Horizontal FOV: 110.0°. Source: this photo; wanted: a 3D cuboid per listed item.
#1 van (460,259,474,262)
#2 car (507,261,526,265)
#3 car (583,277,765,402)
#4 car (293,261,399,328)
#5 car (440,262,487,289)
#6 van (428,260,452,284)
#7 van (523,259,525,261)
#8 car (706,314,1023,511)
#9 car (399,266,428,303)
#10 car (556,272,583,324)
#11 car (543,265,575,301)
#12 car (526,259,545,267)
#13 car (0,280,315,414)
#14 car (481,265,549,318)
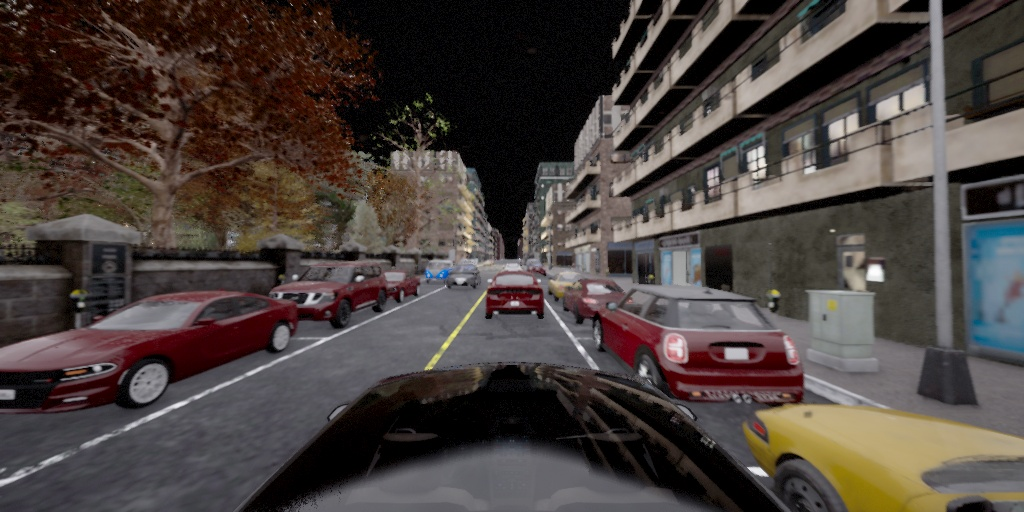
[{"bbox_3d":[-5.653,1.288,44.922,1.690,1.789,3.998,0,0,0],"label":"van"},{"bbox_3d":[0.101,1.418,32.796,1.812,1.442,4.674,0,0,0],"label":"car"},{"bbox_3d":[2.692,1.210,6.257,1.967,1.591,4.097,0,0,0],"label":"car"},{"bbox_3d":[-5.688,1.111,11.781,2.192,1.841,5.009,0,0,0],"label":"car"},{"bbox_3d":[-3.099,1.343,23.901,2.128,1.511,4.902,0,0,0],"label":"car"},{"bbox_3d":[-5.696,1.212,28.351,1.690,1.789,3.998,0,0,0],"label":"van"},{"bbox_3d":[2.662,1.288,44.920,1.690,1.789,3.998,0,0,0],"label":"van"},{"bbox_3d":[2.692,1.271,0.904,1.751,1.417,4.829,0,0,0],"label":"car"},{"bbox_3d":[-5.688,1.366,17.305,1.888,1.381,4.507,0,0,0],"label":"car"},{"bbox_3d":[2.693,1.378,11.780,1.802,1.307,4.207,0,0,0],"label":"car"},{"bbox_3d":[2.693,1.346,17.473,1.751,1.417,4.829,0,0,0],"label":"car"},{"bbox_3d":[2.664,1.362,39.397,1.967,1.591,4.097,0,0,0],"label":"car"},{"bbox_3d":[-5.689,1.316,6.258,1.888,1.381,4.507,0,0,0],"label":"car"},{"bbox_3d":[0.094,1.280,13.207,1.882,1.535,5.008,0,0,0],"label":"car"}]
